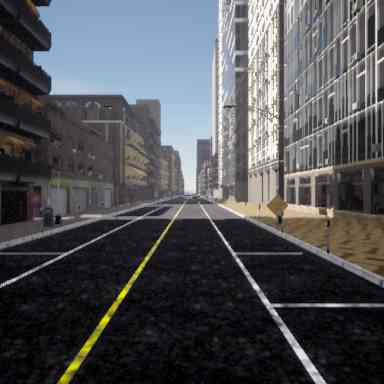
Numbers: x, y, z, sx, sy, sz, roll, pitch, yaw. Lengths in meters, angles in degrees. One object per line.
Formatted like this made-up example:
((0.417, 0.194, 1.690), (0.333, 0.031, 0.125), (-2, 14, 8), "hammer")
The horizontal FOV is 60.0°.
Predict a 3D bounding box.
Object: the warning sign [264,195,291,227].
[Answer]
((5.067, 1.101, 19.743), (1.300, 1.860, 1.060), (0, 0, 0), "warning sign")

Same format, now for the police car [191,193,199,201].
((0.900, 1.478, 89.854), (1.930, 1.638, 5.238), (0, 0, 0), "police car")
